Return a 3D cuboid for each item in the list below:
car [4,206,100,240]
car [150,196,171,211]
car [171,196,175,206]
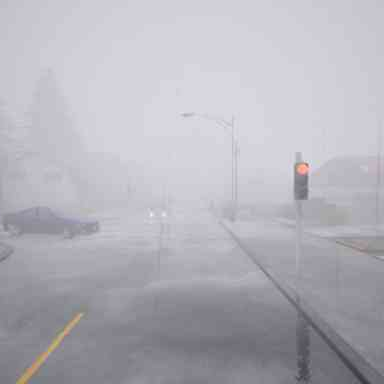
[{"bbox_3d":[-7.091,1.477,16.937,5.008,1.535,1.882,0,-1,18],"label":"car"},{"bbox_3d":[-4.093,1.505,41.611,1.837,1.490,4.892,0,0,0],"label":"car"},{"bbox_3d":[-4.086,1.526,51.933,1.812,1.442,4.674,0,0,0],"label":"car"}]
